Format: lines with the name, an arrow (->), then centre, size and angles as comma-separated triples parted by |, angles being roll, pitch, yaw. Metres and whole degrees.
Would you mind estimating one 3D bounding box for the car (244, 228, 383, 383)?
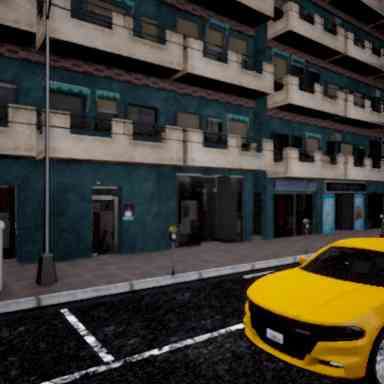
car -> 3.060, 1.545, 5.545 | 5.008, 1.535, 1.882 | 1, -1, -35
